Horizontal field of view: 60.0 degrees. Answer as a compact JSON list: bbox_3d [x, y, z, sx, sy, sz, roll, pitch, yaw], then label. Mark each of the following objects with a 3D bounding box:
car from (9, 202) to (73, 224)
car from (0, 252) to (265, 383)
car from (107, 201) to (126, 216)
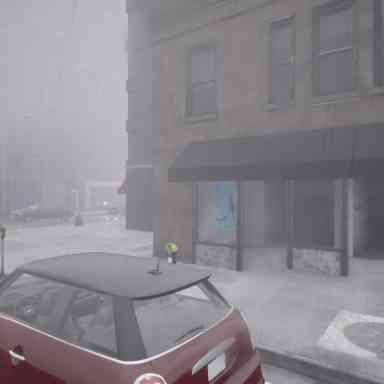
[{"bbox_3d":[-11.349,1.516,25.345,1.812,1.442,4.674,0,0,37],"label":"car"},{"bbox_3d":[-1.376,1.440,3.830,4.097,1.590,1.967,0,0,36],"label":"car"},{"bbox_3d":[-6.225,1.556,32.622,1.994,1.385,4.181,0,0,35],"label":"car"}]
